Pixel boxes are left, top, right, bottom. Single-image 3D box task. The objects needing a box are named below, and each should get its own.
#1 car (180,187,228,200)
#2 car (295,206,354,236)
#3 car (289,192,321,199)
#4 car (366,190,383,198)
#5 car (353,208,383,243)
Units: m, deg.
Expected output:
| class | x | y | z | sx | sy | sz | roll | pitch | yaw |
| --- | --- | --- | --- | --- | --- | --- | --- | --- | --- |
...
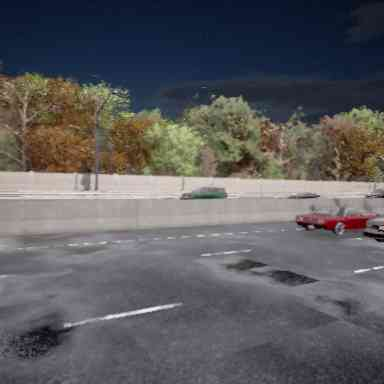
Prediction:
| class | x | y | z | sx | sy | sz | roll | pitch | yaw |
| --- | --- | --- | --- | --- | --- | --- | --- | --- | --- |
| car | 1.458 | 0.425 | 37.438 | 5.566 | 2.045 | 2.150 | 1 | 1 | -29 |
| car | 7.514 | 1.362 | 16.663 | 4.718 | 1.301 | 1.895 | 0 | 1 | -30 |
| car | 15.367 | 0.752 | 45.345 | 5.008 | 1.535 | 1.882 | 0 | 1 | -29 |
| car | 30.667 | 0.653 | 53.998 | 5.566 | 2.045 | 2.150 | 0 | 1 | -30 |
| car | 9.345 | 1.406 | 13.676 | 5.357 | 1.411 | 2.033 | 0 | 1 | -30 |
